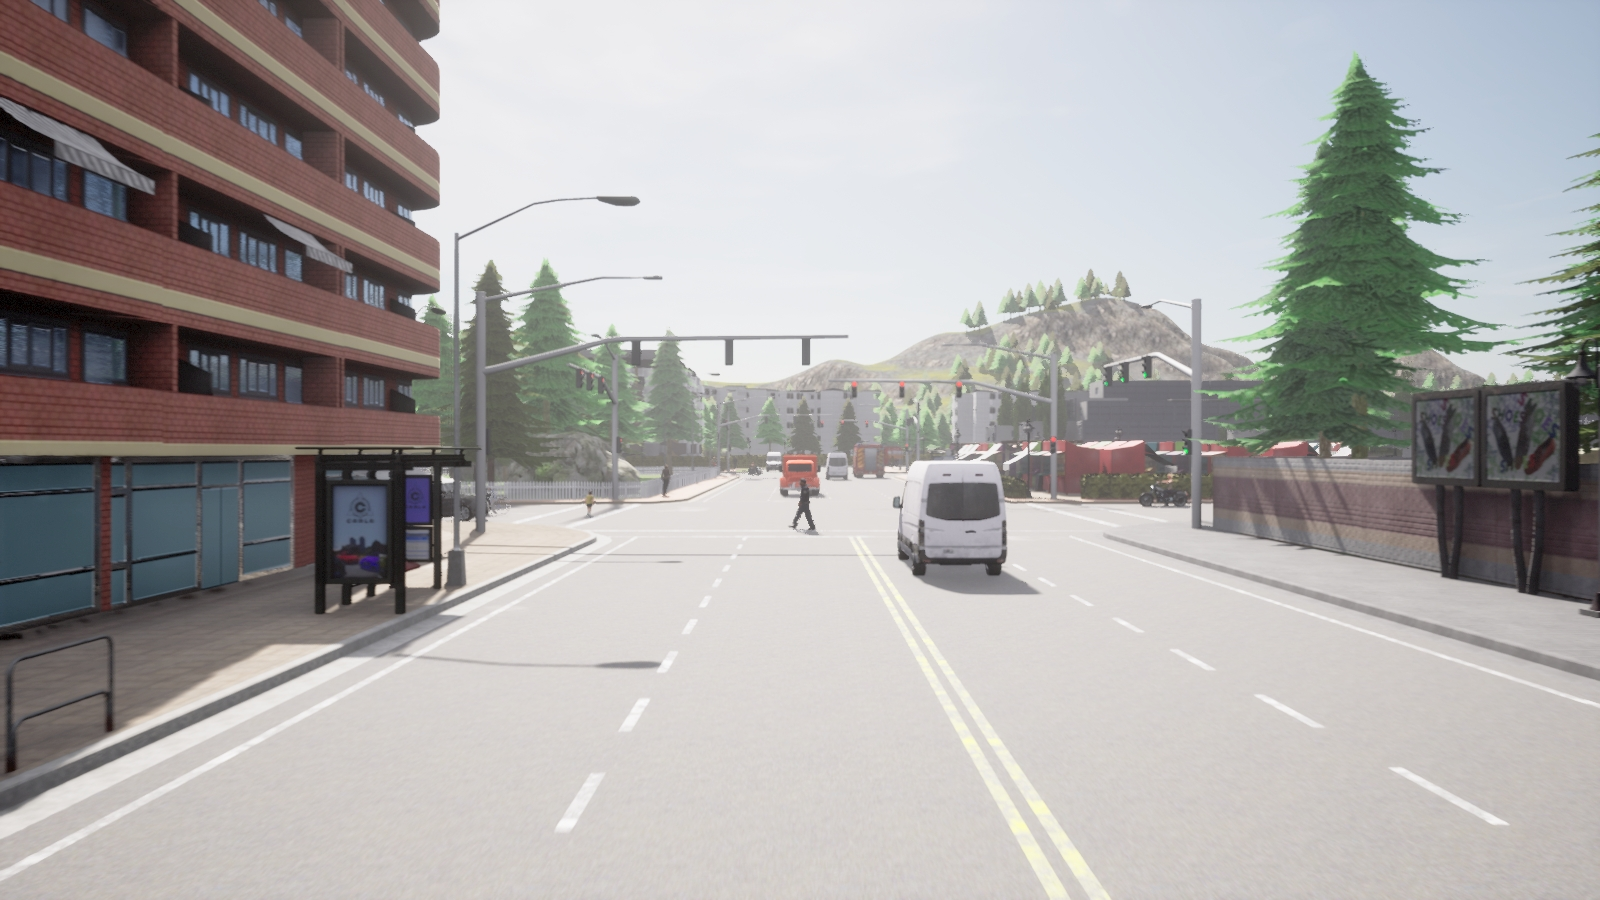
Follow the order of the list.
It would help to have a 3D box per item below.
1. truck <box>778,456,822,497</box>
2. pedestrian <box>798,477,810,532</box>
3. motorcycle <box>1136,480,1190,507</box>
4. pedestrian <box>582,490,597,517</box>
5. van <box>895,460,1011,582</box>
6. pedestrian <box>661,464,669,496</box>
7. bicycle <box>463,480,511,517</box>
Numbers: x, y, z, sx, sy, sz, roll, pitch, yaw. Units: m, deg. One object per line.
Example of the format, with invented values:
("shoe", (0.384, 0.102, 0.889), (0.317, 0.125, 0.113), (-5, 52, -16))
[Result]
("truck", (-0.006, 1.585, 71.163), (2.627, 2.467, 5.204), (0, 0, 0))
("pedestrian", (0.137, 1.848, 39.003), (0.375, 1.860, 0.375), (0, 0, -3))
("motorcycle", (17.582, 2.109, 55.313), (2.356, 1.307, 0.764), (0, 0, 0))
("pedestrian", (-8.635, 2.186, 46.847), (0.500, 1.100, 0.500), (0, 0, 0))
("van", (3.505, 1.539, 27.345), (1.988, 2.561, 5.915), (0, 0, 0))
("pedestrian", (-7.722, 1.708, 65.383), (0.375, 1.860, 0.375), (0, 0, 1))
("bicycle", (-12.970, 2.011, 47.369), (1.835, 1.471, 0.329), (-2, 0, -8))
